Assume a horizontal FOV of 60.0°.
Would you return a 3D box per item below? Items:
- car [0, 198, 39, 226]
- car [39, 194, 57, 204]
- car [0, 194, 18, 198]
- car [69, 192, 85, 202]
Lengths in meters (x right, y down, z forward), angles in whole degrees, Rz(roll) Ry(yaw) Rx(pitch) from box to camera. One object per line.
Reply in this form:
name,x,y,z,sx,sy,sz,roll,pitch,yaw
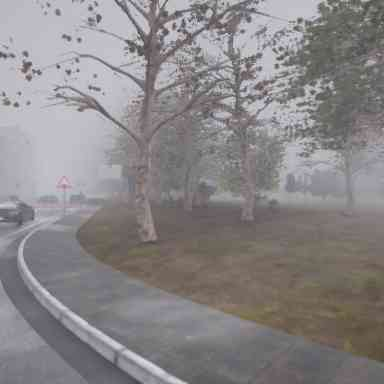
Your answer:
car,-11.761,1.357,21.905,1.812,1.442,4.674,0,1,-13
car,-20.491,0.942,47.263,1.994,1.385,4.181,0,1,-11
car,-16.988,1.018,29.976,2.097,1.767,4.553,0,1,-11
car,-18.340,0.791,53.273,1.882,1.535,5.008,0,1,-11
